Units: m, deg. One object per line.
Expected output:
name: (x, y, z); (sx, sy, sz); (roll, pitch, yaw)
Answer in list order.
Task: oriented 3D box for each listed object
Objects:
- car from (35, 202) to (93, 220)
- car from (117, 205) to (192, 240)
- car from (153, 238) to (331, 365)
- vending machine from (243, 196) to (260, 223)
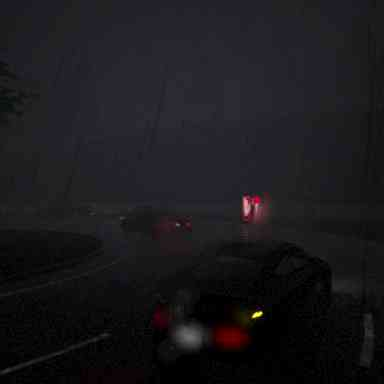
car: (-11.150, 1.669, 29.068); (4.892, 1.490, 1.837); (0, -2, 1)
car: (-2.098, 1.648, 17.950); (2.033, 1.411, 5.357); (0, 0, -34)
car: (1.205, 1.560, 5.957); (1.812, 1.442, 4.674); (1, 0, 32)
vending machine: (4.775, 1.343, 26.625); (1.100, 2.100, 0.880); (0, 0, -43)
